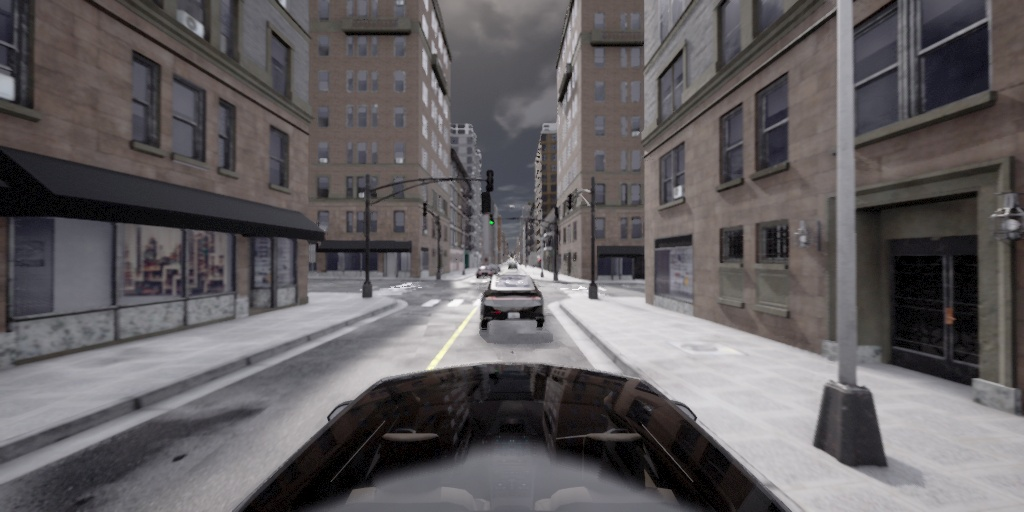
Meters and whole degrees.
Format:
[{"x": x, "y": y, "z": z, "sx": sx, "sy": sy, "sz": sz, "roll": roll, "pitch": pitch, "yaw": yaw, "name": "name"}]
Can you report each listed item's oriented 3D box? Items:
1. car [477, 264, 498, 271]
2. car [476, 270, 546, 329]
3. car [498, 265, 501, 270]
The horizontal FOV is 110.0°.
[{"x": -3.015, "y": 1.829, "z": 41.487, "sx": 1.994, "sy": 1.385, "sz": 4.181, "roll": 0, "pitch": -1, "yaw": 0, "name": "car"}, {"x": -0.061, "y": 1.362, "z": 11.767, "sx": 2.128, "sy": 1.511, "sz": 4.902, "roll": 0, "pitch": -1, "yaw": -3, "name": "car"}, {"x": -2.989, "y": 1.906, "z": 51.440, "sx": 1.837, "sy": 1.490, "sz": 4.892, "roll": 0, "pitch": -1, "yaw": 0, "name": "car"}]
